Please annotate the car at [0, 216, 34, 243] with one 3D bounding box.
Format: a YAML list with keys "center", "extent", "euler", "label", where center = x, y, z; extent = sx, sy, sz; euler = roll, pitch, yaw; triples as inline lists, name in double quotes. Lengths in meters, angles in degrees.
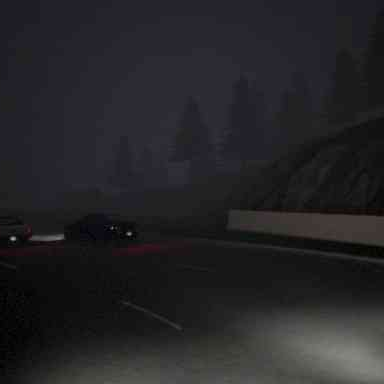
- center: [-9.895, 1.877, 16.731]
  extent: [4.718, 1.301, 1.895]
  euler: [-1, -1, 40]
  label: "car"

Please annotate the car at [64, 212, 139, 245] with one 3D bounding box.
- center: [-4.619, 1.750, 16.773]
  extent: [4.674, 1.442, 1.812]
  euler: [-1, -1, 41]
  label: "car"
